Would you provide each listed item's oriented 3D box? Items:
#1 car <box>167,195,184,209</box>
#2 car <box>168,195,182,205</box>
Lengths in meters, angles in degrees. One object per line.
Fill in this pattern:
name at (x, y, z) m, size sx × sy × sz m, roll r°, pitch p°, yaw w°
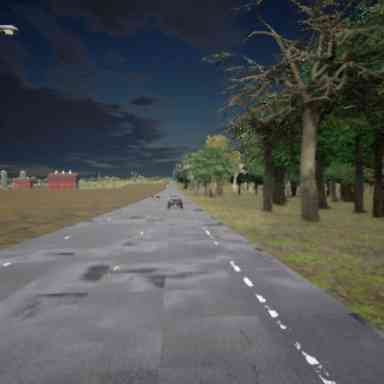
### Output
car at (-2.079, 1.279, 41.033) m, size 1.837 × 1.490 × 4.892 m, roll 0°, pitch 0°, yaw -3°
car at (-2.640, 1.224, 51.340) m, size 2.033 × 1.411 × 5.357 m, roll 0°, pitch 1°, yaw -3°
